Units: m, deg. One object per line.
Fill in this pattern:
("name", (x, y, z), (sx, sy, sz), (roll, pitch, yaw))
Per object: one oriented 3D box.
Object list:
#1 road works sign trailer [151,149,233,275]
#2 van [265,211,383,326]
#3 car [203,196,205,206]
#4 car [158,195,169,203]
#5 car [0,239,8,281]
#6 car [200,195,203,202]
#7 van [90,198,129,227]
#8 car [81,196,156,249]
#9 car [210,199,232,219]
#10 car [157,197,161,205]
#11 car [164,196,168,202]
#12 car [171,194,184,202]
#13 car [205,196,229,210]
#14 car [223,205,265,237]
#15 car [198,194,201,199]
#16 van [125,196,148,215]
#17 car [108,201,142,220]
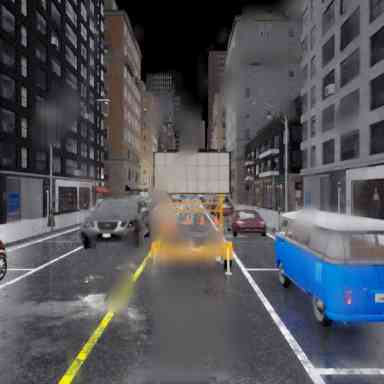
("road works sign trailer", (-0.001, 0.464, 10.472), (2.380, 3.560, 2.880), (0, 0, 0))
("van", (2.855, 1.340, 6.794), (1.690, 1.788, 3.998), (0, 0, 0))
("car", (2.848, 1.442, 45.304), (1.967, 1.590, 4.097), (0, 0, 0))
("car", (-5.683, 1.450, 67.308), (1.967, 1.590, 4.097), (0, 0, 0))
("car", (-5.670, 1.440, 6.793), (1.967, 1.590, 4.097), (0, 0, 0))
("car", (2.845, 1.556, 56.307), (2.008, 1.369, 4.403), (0, 0, 0))
("van", (-5.674, 1.340, 23.298), (1.690, 1.788, 3.998), (0, 0, 0))
("car", (-3.102, 1.220, 14.834), (2.150, 2.045, 5.566), (0, 0, 0))
("car", (2.851, 1.581, 28.799), (1.802, 1.307, 4.206), (0, 0, 0))
("car", (-5.677, 1.584, 45.302), (1.802, 1.307, 4.206), (0, 0, 0))
("car", (-5.680, 1.571, 56.305), (1.947, 1.339, 4.313), (0, 0, 0))
("car", (-3.012, 1.535, 66.705), (1.812, 1.442, 4.674), (0, 0, 0))
("car", (2.849, 1.314, 34.301), (2.192, 1.841, 5.009), (0, 0, 0))
("car", (2.853, 1.581, 17.797), (1.802, 1.307, 4.206), (0, 0, 0))
("car", (2.843, 1.576, 67.309), (1.947, 1.339, 4.313), (0, 0, 0))
("van", (-5.676, 1.340, 34.299), (1.690, 1.788, 3.998), (0, 0, 0))
("car", (-5.674, 1.550, 28.798), (2.008, 1.369, 4.403), (0, 0, 0))
